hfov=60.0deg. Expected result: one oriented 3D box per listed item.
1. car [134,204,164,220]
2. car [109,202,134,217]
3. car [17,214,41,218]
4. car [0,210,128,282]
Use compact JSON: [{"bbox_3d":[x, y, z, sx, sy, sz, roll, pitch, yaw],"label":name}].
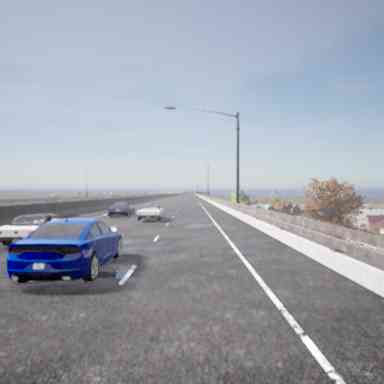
[{"bbox_3d":[-3.412,1.682,28.352,1.895,1.301,4.718,0,0,0],"label":"car"},{"bbox_3d":[-6.914,1.658,32.999,1.994,1.385,4.181,0,0,0],"label":"car"},{"bbox_3d":[-6.906,1.647,15.355,1.895,1.301,4.718,0,0,0],"label":"car"},{"bbox_3d":[-3.403,1.507,9.860,1.882,1.535,5.008,0,0,0],"label":"car"}]
